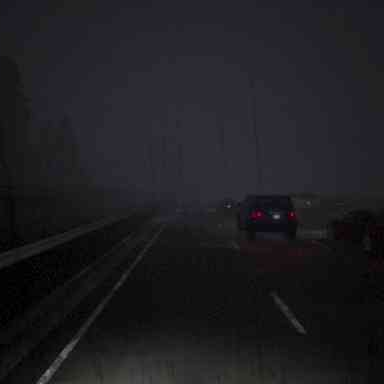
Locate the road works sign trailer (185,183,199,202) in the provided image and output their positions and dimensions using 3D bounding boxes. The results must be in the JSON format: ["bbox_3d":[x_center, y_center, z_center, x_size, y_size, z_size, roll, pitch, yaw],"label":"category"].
[{"bbox_3d":[0.001,0.102,63.252,2.380,3.560,2.880,0,0,0],"label":"road works sign trailer"}]

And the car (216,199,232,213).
[{"bbox_3d":[3.601,1.366,34.443,1.994,1.385,4.181,0,0,0],"label":"car"}]

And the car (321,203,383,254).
[{"bbox_3d":[7.101,1.402,13.120,1.882,1.535,5.008,0,0,0],"label":"car"}]

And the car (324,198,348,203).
[{"bbox_3d":[14.101,1.299,33.686,2.128,1.511,4.902,0,0,0],"label":"car"}]

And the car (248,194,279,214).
[{"bbox_3d":[7.102,1.160,33.404,2.097,1.767,4.553,0,0,0],"label":"car"}]

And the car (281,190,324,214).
[{"bbox_3d":[10.600,1.033,32.834,2.150,2.045,5.566,0,0,0],"label":"car"}]

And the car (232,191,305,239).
[{"bbox_3d":[3.601,1.125,16.829,2.150,2.045,5.566,0,0,0],"label":"car"}]
